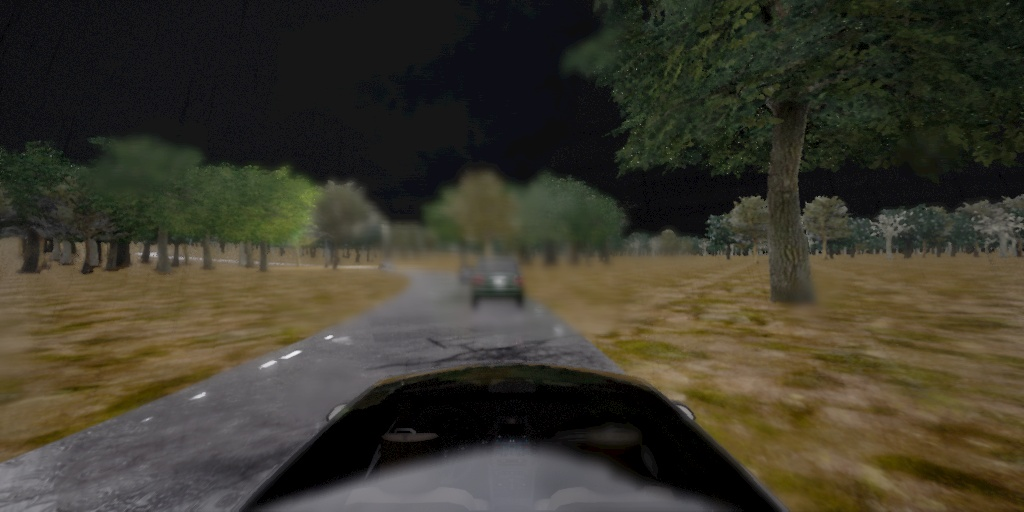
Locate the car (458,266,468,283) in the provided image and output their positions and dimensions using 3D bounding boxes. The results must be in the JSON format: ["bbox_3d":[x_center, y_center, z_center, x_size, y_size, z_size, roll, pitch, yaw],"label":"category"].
[{"bbox_3d":[-3.572,1.588,31.267,1.994,1.385,4.181,0,0,-14],"label":"car"}]

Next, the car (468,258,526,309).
[{"bbox_3d":[-0.751,1.098,16.032,2.150,2.045,5.566,0,0,-7],"label":"car"}]
